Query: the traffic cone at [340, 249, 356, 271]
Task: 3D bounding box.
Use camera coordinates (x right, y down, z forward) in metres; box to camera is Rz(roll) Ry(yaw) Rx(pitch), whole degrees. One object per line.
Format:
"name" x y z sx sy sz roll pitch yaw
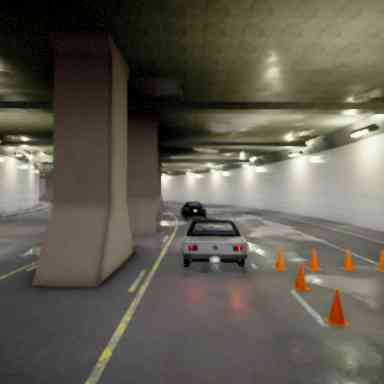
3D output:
"traffic cone" 4.561 1.961 9.707 0.340 0.580 0.340 0 0 1

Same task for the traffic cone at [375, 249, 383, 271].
"traffic cone" 5.561 1.967 9.690 0.340 0.580 0.340 0 0 1

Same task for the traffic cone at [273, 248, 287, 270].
"traffic cone" 2.561 1.947 9.739 0.340 0.580 0.340 0 0 1

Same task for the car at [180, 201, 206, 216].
"car" 0.068 1.490 29.067 1.994 1.385 4.181 0 0 -6

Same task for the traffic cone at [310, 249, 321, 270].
"traffic cone" 3.561 1.954 9.723 0.340 0.580 0.340 0 0 1

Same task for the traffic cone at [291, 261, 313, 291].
"traffic cone" 2.528 1.952 7.740 0.340 0.580 0.340 0 0 1

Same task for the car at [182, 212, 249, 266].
"car" 0.678 1.576 11.409 1.895 1.301 4.718 0 0 1

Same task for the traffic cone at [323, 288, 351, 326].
"traffic cone" 2.496 1.957 5.740 0.340 0.580 0.340 0 0 1
